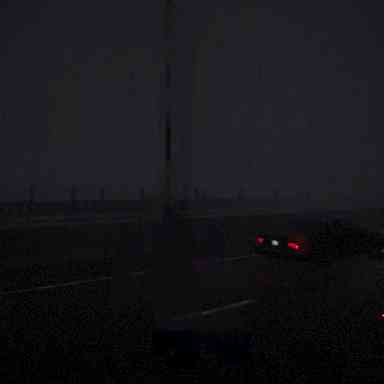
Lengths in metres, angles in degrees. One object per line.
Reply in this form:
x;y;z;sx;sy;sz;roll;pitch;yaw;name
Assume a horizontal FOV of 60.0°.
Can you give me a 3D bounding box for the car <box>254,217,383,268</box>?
4.536;1.574;11.358;5.357;1.411;2.033;0;0;-35;car
